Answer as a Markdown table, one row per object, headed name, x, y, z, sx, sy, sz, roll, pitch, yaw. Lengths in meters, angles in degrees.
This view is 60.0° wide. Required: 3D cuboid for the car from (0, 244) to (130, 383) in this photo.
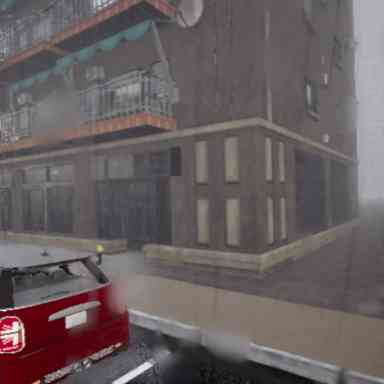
| name | x | y | z | sx | sy | sz | roll | pitch | yaw |
| --- | --- | --- | --- | --- | --- | --- | --- | --- | --- |
| car | -2.894 | 1.492 | 4.914 | 4.097 | 1.590 | 1.967 | -1 | -1 | 36 |
